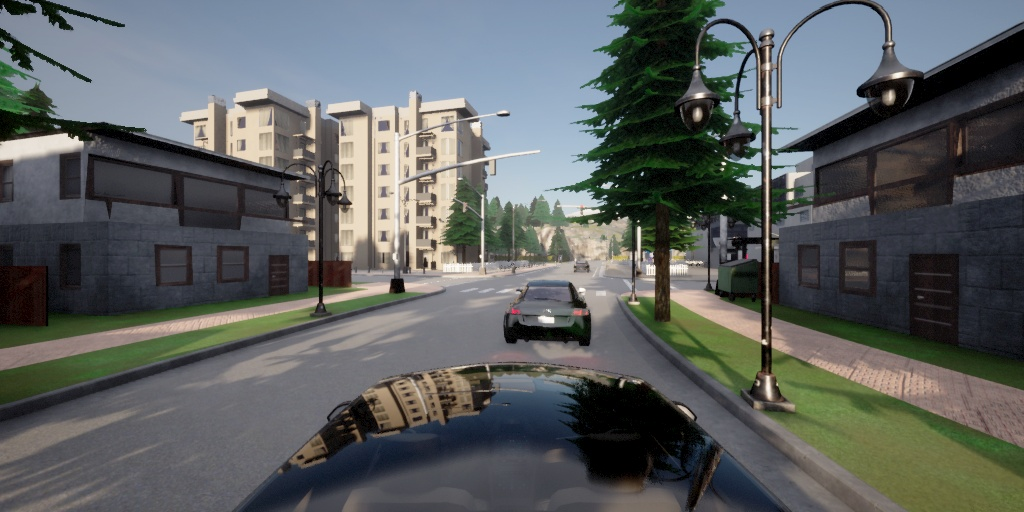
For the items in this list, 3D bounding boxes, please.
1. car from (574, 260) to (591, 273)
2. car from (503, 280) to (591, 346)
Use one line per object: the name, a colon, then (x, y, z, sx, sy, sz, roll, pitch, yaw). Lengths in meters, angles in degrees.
car: (8.793, 1.276, 44.998, 2.128, 1.511, 4.902, 0, 0, 14)
car: (1.011, 1.314, 9.513, 1.994, 1.385, 4.181, 0, 0, 9)
